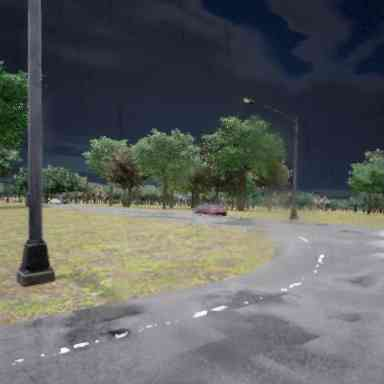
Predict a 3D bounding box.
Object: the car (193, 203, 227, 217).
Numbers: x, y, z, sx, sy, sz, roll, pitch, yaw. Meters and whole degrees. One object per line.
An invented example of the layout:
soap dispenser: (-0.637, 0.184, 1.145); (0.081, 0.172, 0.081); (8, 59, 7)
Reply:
car: (1.882, 1.915, 35.894); (1.994, 1.385, 4.181); (4, -3, -35)

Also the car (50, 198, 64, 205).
car: (-30.061, 2.151, 73.301); (1.812, 1.442, 4.674); (3, -3, -27)
